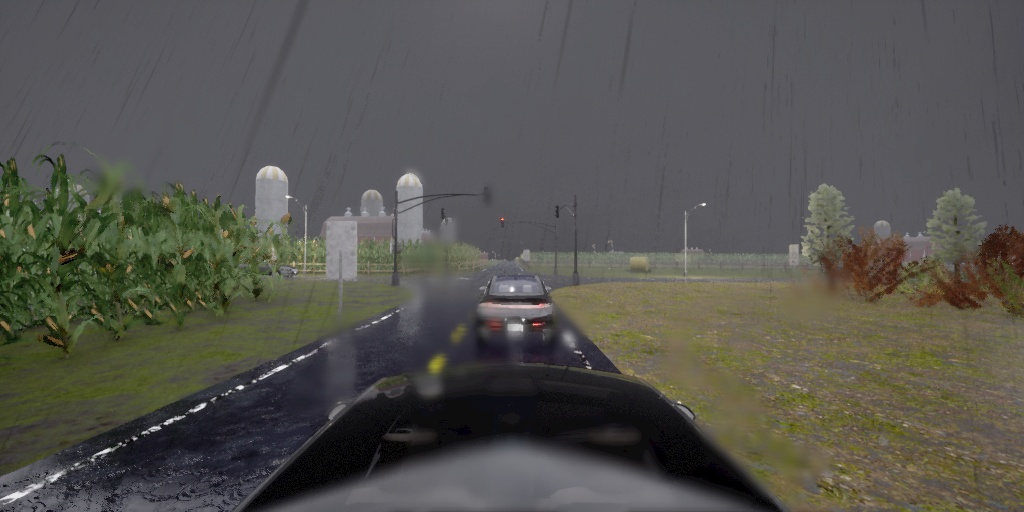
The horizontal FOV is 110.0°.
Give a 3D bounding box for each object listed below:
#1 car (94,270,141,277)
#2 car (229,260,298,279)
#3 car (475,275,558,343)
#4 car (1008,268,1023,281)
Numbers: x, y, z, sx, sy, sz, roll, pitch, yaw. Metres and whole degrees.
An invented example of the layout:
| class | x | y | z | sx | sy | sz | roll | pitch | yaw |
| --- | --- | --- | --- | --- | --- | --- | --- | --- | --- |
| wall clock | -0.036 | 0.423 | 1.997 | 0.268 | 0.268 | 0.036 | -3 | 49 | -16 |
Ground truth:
| class | x | y | z | sx | sy | sz | roll | pitch | yaw |
| --- | --- | --- | --- | --- | --- | --- | --- | --- | --- |
| car | -31.589 | 1.022 | 28.166 | 5.357 | 1.411 | 2.033 | 0 | -1 | -3 |
| car | -19.947 | 1.059 | 28.811 | 4.902 | 1.511 | 2.128 | 0 | -1 | -4 |
| car | 0.099 | 1.245 | 9.660 | 2.128 | 1.511 | 4.902 | 0 | 0 | 0 |
| car | 48.659 | 1.720 | 33.524 | 4.674 | 1.442 | 1.812 | 1 | -1 | -5 |
